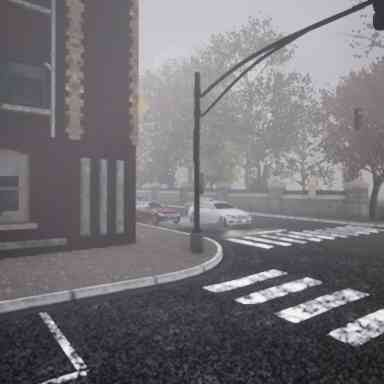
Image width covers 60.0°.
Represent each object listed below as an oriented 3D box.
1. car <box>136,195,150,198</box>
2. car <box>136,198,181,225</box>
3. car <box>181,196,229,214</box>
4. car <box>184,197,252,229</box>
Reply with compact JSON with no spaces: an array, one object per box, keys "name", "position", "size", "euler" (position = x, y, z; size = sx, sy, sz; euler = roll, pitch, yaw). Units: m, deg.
[{"name":"car","position":[-4.304,1.051,28.196],"size":[2.128,1.511,4.902],"euler":[0,1,-36]},{"name":"car","position":[-2.369,1.255,21.114],"size":[1.802,1.307,4.206],"euler":[2,0,-36]},{"name":"car","position":[1.088,1.126,30.642],"size":[1.752,1.417,4.829],"euler":[1,0,-36]},{"name":"car","position":[1.533,1.264,20.004],"size":[1.812,1.442,4.674],"euler":[0,1,-34]}]
